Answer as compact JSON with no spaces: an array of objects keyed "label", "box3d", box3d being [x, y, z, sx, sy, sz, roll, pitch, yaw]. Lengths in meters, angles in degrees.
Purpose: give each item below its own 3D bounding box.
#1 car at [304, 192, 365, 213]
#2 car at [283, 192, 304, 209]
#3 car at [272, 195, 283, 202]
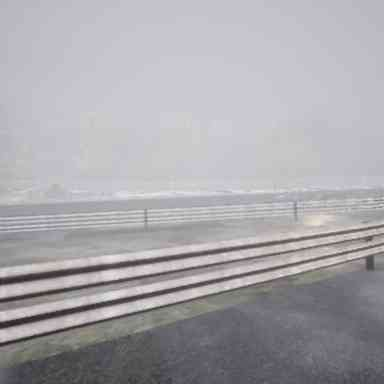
[{"label":"car","box3d":[12.507,0.788,28.691,4.553,1.767,2.097,-2,1,-13]},{"label":"car","box3d":[11.604,0.756,32.074,4.553,1.767,2.097,-2,1,-13]},{"label":"car","box3d":[10.801,0.894,35.481,4.674,1.442,1.812,-2,1,-13]}]
